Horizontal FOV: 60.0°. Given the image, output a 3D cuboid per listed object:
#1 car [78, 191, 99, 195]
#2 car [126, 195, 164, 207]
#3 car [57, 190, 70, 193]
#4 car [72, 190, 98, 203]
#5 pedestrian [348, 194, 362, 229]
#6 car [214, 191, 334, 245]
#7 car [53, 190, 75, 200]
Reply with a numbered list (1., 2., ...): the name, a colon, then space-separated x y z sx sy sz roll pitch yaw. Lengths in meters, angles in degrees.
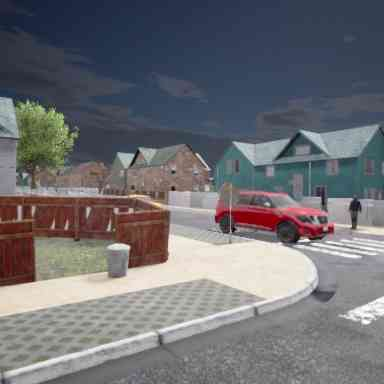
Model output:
1. car: -10.076 0.791 33.476 1.812 1.442 4.674 1 0 -35
2. car: -3.894 0.978 24.824 1.882 1.535 5.008 1 0 -36
3. car: -16.329 0.535 42.309 1.837 1.490 4.892 1 1 -35
4. car: -14.320 0.541 44.395 1.882 1.535 5.008 1 1 -35
5. pedestrian: 8.541 1.029 17.517 0.375 1.860 0.375 3 -2 -36
6. car: 3.412 0.998 14.956 2.150 2.045 5.566 1 1 -39
7. car: -20.386 0.385 52.792 2.033 1.411 5.357 1 1 -36
